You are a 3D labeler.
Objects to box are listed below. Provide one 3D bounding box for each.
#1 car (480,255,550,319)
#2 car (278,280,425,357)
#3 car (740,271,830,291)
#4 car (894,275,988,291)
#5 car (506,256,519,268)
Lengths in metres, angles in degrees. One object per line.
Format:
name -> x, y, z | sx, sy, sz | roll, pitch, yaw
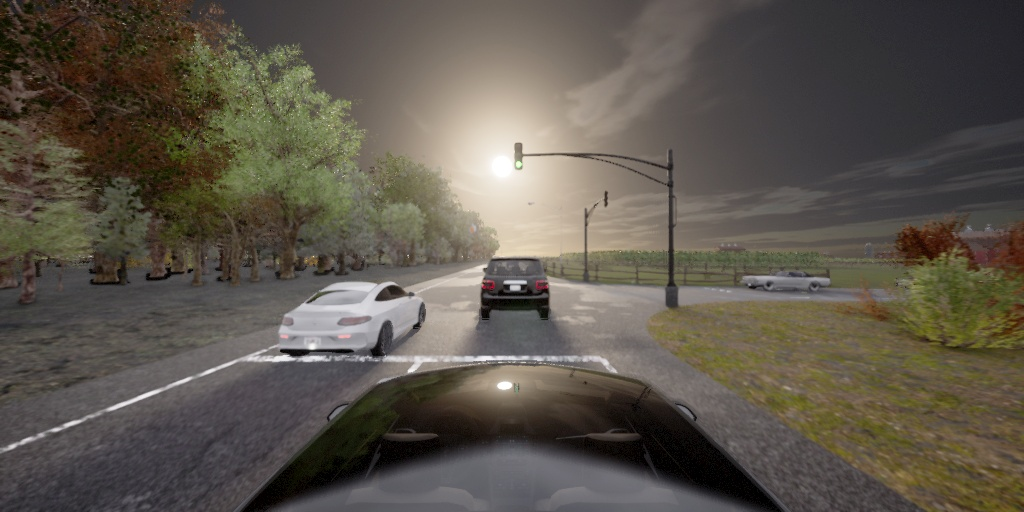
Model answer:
car -> 0.098, 0.985, 12.945 | 2.150, 2.045, 5.566 | 0, 0, 0
car -> -3.397, 1.282, 8.412 | 1.812, 1.442, 4.674 | 0, 0, 0
car -> 17.958, 1.618, 23.763 | 4.718, 1.301, 1.895 | 1, -1, 1
car -> 28.229, 1.620, 23.695 | 4.902, 1.511, 2.128 | 1, -1, 0
car -> 0.114, 1.013, 65.015 | 2.150, 2.045, 5.566 | 0, -1, 0
